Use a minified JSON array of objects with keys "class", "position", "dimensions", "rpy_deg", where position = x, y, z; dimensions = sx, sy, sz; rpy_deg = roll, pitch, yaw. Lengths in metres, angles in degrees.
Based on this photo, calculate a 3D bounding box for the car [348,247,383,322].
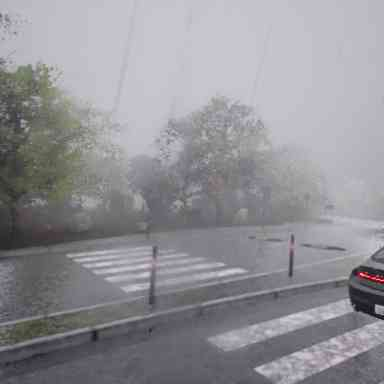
[{"class":"car","position":[5.029,1.573,6.200],"dimensions":[4.892,1.490,1.837],"rpy_deg":[1,-1,-29]}]
